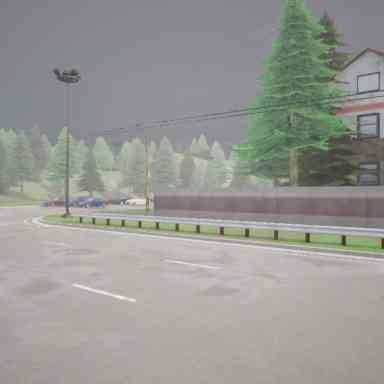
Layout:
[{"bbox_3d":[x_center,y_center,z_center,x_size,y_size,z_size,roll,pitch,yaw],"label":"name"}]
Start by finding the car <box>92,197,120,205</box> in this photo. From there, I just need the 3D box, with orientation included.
[{"bbox_3d":[-15.008,1.600,58.414,1.895,1.301,4.718,0,0,36],"label":"car"}]

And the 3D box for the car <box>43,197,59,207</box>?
[{"bbox_3d":[-20.367,1.526,51.008,1.812,1.442,4.674,0,0,36],"label":"car"}]

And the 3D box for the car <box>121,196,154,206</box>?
[{"bbox_3d":[-8.946,1.526,54.877,1.812,1.442,4.674,0,0,36],"label":"car"}]

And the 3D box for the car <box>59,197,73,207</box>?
[{"bbox_3d":[-16.895,1.352,49.835,2.097,1.767,4.553,0,0,36],"label":"car"}]

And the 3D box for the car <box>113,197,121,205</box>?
[{"bbox_3d":[-11.513,1.478,57.280,1.882,1.535,5.008,0,0,36],"label":"car"}]

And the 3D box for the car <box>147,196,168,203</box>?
[{"bbox_3d":[-7.098,1.562,69.227,1.994,1.385,4.181,0,0,36],"label":"car"}]

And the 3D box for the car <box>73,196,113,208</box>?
[{"bbox_3d":[-14.136,1.526,47.682,1.812,1.442,4.674,0,0,36],"label":"car"}]
